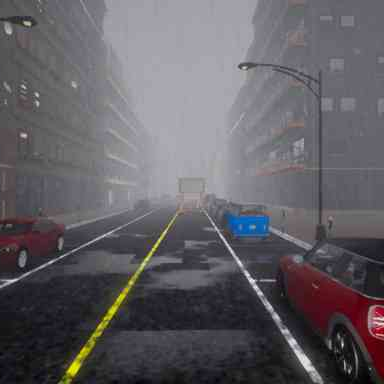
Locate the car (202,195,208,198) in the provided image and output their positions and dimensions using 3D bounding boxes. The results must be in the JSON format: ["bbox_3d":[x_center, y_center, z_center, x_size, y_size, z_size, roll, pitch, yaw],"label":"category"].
[{"bbox_3d":[2.693,1.295,50.461,2.192,1.841,5.009,0,0,0],"label":"car"}]

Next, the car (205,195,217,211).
[{"bbox_3d":[2.692,1.429,33.553,1.967,1.590,4.097,0,0,0],"label":"car"}]

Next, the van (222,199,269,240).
[{"bbox_3d":[2.692,1.337,16.643,1.690,1.788,3.998,0,0,0],"label":"van"}]

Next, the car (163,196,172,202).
[{"bbox_3d":[-5.690,1.541,78.648,1.802,1.307,4.206,0,0,0],"label":"car"}]

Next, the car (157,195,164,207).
[{"bbox_3d":[-5.689,1.505,50.295,1.752,1.417,4.829,0,0,0],"label":"car"}]

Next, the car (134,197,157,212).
[{"bbox_3d":[-5.689,1.552,39.191,1.947,1.339,4.313,0,0,0],"label":"car"}]

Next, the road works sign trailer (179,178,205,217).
[{"bbox_3d":[0.000,0.454,31.685,2.380,3.560,2.880,0,0,0],"label":"road works sign trailer"}]

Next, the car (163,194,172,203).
[{"bbox_3d":[-5.689,1.407,67.375,1.967,1.590,4.097,0,0,0],"label":"car"}]

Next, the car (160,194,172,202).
[{"bbox_3d":[-5.688,1.278,73.011,2.192,1.841,5.009,0,0,0],"label":"car"}]

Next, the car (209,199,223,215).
[{"bbox_3d":[2.692,1.536,27.916,1.887,1.381,4.507,0,0,0],"label":"car"}]

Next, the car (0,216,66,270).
[{"bbox_3d":[-5.689,1.542,11.010,1.887,1.381,4.507,0,0,0],"label":"car"}]

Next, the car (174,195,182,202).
[{"bbox_3d":[-3.001,1.444,75.959,1.812,1.442,4.674,0,0,0],"label":"car"}]

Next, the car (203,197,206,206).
[{"bbox_3d":[2.692,1.537,39.188,2.008,1.369,4.403,0,0,0],"label":"car"}]

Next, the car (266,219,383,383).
[{"bbox_3d":[2.692,1.439,5.370,1.967,1.590,4.097,0,0,0],"label":"car"}]

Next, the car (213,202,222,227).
[{"bbox_3d":[2.691,1.560,22.280,1.947,1.339,4.313,0,0,0],"label":"car"}]
